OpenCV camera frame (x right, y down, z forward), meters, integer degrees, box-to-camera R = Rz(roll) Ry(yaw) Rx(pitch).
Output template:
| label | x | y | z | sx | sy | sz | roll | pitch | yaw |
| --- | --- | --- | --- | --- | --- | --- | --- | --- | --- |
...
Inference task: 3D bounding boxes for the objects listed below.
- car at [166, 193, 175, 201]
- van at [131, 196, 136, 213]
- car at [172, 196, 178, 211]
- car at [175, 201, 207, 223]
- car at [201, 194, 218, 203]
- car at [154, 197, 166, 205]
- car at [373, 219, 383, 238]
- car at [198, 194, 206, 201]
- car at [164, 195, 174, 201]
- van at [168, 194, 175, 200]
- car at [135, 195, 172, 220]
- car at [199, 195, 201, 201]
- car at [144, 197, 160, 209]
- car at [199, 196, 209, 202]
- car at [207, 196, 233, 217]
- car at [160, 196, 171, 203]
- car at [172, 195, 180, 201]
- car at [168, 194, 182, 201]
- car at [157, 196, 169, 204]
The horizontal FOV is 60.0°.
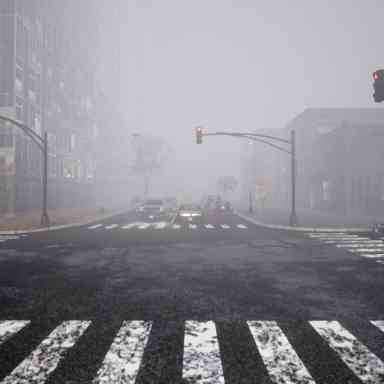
| label | x | y | z | sx | sy | sz | roll | pitch | yaw |
| --- | --- | --- | --- | --- | --- | --- | --- | --- | --- |
| car | -5.648 | 1.321 | 87.707 | 2.192 | 1.841 | 5.009 | 1 | 0 | 0 |
| van | -5.663 | 1.346 | 36.641 | 1.690 | 1.788 | 3.998 | 1 | 0 | 0 |
| car | -3.088 | 1.552 | 37.886 | 2.033 | 1.411 | 5.357 | 0 | 0 | 0 |
| car | -0.104 | 1.604 | 25.518 | 1.895 | 1.301 | 4.718 | 0 | 0 | 0 |
| car | 2.719 | 1.320 | 42.351 | 2.192 | 1.841 | 5.009 | 1 | 0 | 0 |
| car | -5.661 | 1.587 | 59.337 | 1.802 | 1.307 | 4.206 | 1 | 0 | 0 |
| car | 10.695 | 1.444 | 14.916 | 4.674 | 1.442 | 1.812 | -1 | -1 | 5 |
| car | 2.729 | 1.446 | 87.743 | 1.967 | 1.590 | 4.097 | 1 | 0 | 0 |
| car | -5.654 | 1.557 | 82.033 | 2.008 | 1.369 | 4.403 | 1 | 0 | 0 |
| van | -5.647 | 1.347 | 93.381 | 1.690 | 1.788 | 3.998 | 1 | 0 | 0 |
| car | -3.125 | 1.356 | 28.149 | 2.097 | 1.767 | 4.553 | 0 | 0 | 1 |
| car | 2.725 | 1.321 | 65.048 | 2.192 | 1.841 | 5.009 | 1 | 0 | 0 |
| car | -5.663 | 1.530 | 47.819 | 1.752 | 1.417 | 4.829 | 1 | 0 | 0 |
| car | 2.724 | 1.572 | 76.396 | 1.947 | 1.339 | 4.313 | 1 | 0 | 0 |
| car | 2.713 | 1.444 | 31.003 | 1.967 | 1.590 | 4.097 | 1 | 0 | 0 |
| car | -5.658 | 1.572 | 70.685 | 1.947 | 1.339 | 4.313 | 1 | 0 | 0 |
| car | -3.081 | 1.531 | 48.499 | 1.812 | 1.442 | 4.674 | 0 | 0 | 0 |
| car | -2.989 | 1.484 | 63.385 | 1.882 | 1.535 | 5.008 | 0 | 0 | 0 |
| car | -5.659 | 1.572 | 65.011 | 1.947 | 1.339 | 4.313 | 1 | 0 | 0 |
